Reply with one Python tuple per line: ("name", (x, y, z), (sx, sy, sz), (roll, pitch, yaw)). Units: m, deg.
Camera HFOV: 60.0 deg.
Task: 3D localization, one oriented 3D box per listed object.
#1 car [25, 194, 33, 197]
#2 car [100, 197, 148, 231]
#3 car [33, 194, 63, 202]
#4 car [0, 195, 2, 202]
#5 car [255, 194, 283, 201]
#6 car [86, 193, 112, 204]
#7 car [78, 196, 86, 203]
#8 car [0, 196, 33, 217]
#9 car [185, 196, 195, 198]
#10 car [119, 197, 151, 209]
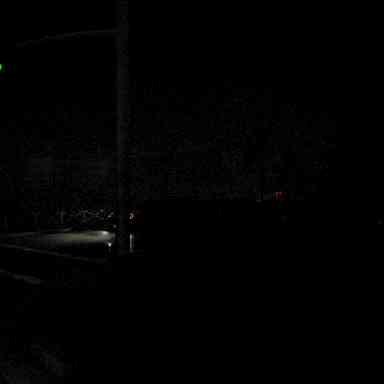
("car", (-34.342, 1.232, 71.164), (1.970, 1.475, 3.806), (0, 0, 35))
("car", (-3.034, 1.352, 20.545), (2.097, 1.767, 4.553), (0, 0, 35))
("car", (-28.916, 1.154, 67.722), (2.152, 1.636, 5.027), (0, 0, 35))
("car", (-41.403, 1.298, 67.525), (2.007, 1.523, 4.514), (0, 0, 35))
("car", (8.436, 1.221, 37.032), (2.150, 2.045, 5.566), (0, 0, 35))
("car", (-15.861, 1.097, 58.991), (1.932, 1.855, 4.605), (0, 0, 35))
("car", (-18.471, 1.077, 60.333), (1.905, 1.878, 3.866), (0, 0, 35))
("car", (-15.798, 1.340, 26.888), (2.007, 1.523, 4.514), (0, 0, 35))
("car", (-0.769, 1.374, 48.146), (1.845, 1.501, 3.633), (0, 0, 35))
("car", (-7.488, 1.384, 43.809), (1.970, 1.475, 3.806), (0, 0, 35))
